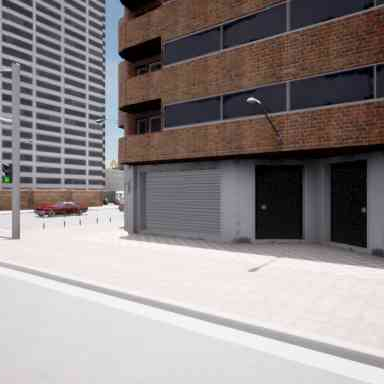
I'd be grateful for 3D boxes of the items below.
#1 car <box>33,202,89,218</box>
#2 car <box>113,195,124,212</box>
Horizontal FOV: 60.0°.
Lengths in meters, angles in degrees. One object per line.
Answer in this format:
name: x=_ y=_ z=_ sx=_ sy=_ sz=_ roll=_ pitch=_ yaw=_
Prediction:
car: x=-12.135 y=1.601 z=30.952 sx=1.895 sy=1.301 sz=4.718 roll=0 pitch=0 yaw=35
car: x=-6.421 y=1.477 z=39.057 sx=1.882 sy=1.535 sz=5.008 roll=0 pitch=0 yaw=35
